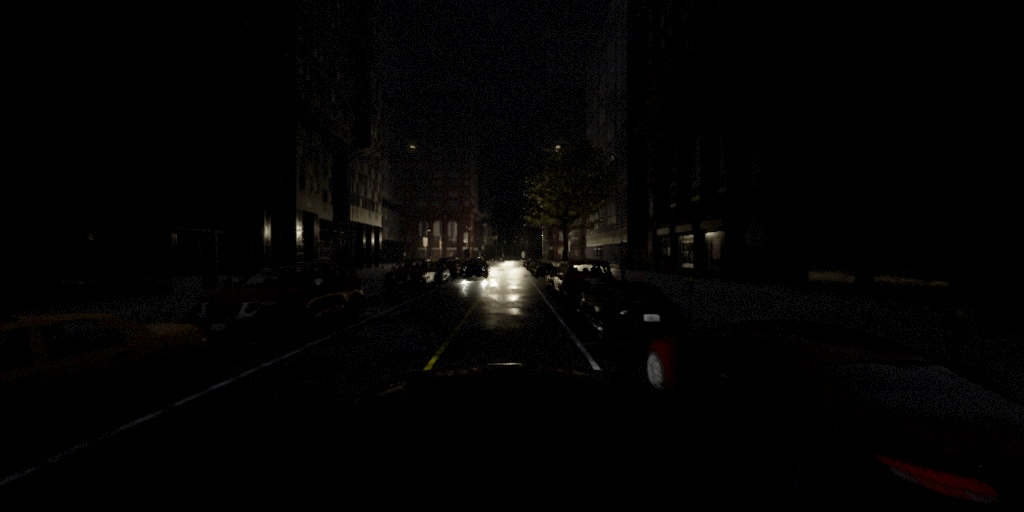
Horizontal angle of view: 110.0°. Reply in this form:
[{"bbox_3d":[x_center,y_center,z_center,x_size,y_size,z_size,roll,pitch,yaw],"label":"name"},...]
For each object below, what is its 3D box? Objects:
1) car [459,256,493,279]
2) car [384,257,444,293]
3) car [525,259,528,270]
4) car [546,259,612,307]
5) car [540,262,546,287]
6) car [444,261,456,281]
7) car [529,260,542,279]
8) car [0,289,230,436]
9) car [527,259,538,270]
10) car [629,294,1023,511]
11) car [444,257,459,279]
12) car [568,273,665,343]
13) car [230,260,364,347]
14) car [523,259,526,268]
[{"bbox_3d":[-3.078,1.044,31.331,2.097,1.767,4.553,0,0,0],"label":"car"},{"bbox_3d":[-5.658,1.026,20.711,2.192,1.841,5.009,0,0,0],"label":"car"},{"bbox_3d":[2.878,1.256,43.256,1.802,1.307,4.207,0,0,0],"label":"car"},{"bbox_3d":[2.865,1.036,15.059,2.192,1.841,5.009,0,0,0],"label":"car"},{"bbox_3d":[2.868,1.256,20.699,1.888,1.381,4.507,0,0,0],"label":"car"},{"bbox_3d":[-5.655,1.267,26.350,1.948,1.339,4.313,0,0,0],"label":"car"},{"bbox_3d":[2.873,1.256,31.977,1.948,1.339,4.313,0,0,0],"label":"car"},{"bbox_3d":[-5.667,1.270,3.626,1.751,1.417,4.829,0,0,0],"label":"car"},{"bbox_3d":[2.876,1.207,37.787,1.751,1.417,4.829,0,0,0],"label":"car"},{"bbox_3d":[2.859,1.326,3.781,1.802,1.307,4.207,0,0,0],"label":"car"},{"bbox_3d":[-5.652,1.006,31.988,2.192,1.841,5.009,0,0,0],"label":"car"},{"bbox_3d":[2.862,1.298,9.419,1.948,1.339,4.313,0,0,0],"label":"car"},{"bbox_3d":[-5.663,1.047,9.433,2.192,1.841,5.009,0,0,0],"label":"car"},{"bbox_3d":[2.881,1.108,48.896,1.967,1.591,4.097,0,0,0],"label":"car"}]
